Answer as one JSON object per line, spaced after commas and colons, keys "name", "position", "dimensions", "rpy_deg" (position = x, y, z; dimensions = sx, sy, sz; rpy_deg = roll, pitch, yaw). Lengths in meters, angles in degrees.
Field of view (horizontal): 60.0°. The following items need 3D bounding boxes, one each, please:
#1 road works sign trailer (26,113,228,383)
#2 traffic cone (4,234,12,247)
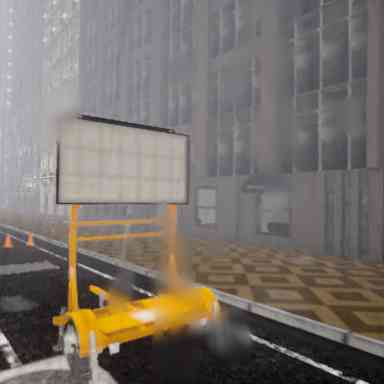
{"name": "road works sign trailer", "position": [-1.167, 0.616, 5.664], "dimensions": [2.380, 3.560, 2.880], "rpy_deg": [2, -2, -38]}
{"name": "traffic cone", "position": [-8.873, 2.332, 16.081], "dimensions": [0.340, 0.580, 0.340], "rpy_deg": [2, -2, -39]}
